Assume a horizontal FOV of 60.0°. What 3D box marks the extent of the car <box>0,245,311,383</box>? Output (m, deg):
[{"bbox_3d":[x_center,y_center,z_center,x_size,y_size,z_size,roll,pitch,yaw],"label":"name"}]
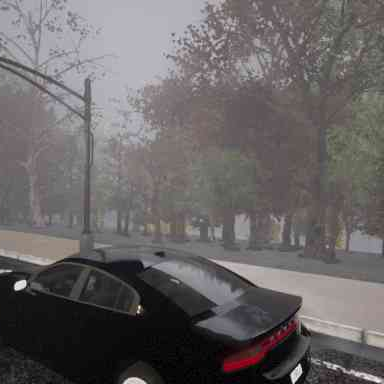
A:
[{"bbox_3d":[-1.046,1.477,4.488,5.008,1.535,1.882,0,0,36],"label":"car"}]
